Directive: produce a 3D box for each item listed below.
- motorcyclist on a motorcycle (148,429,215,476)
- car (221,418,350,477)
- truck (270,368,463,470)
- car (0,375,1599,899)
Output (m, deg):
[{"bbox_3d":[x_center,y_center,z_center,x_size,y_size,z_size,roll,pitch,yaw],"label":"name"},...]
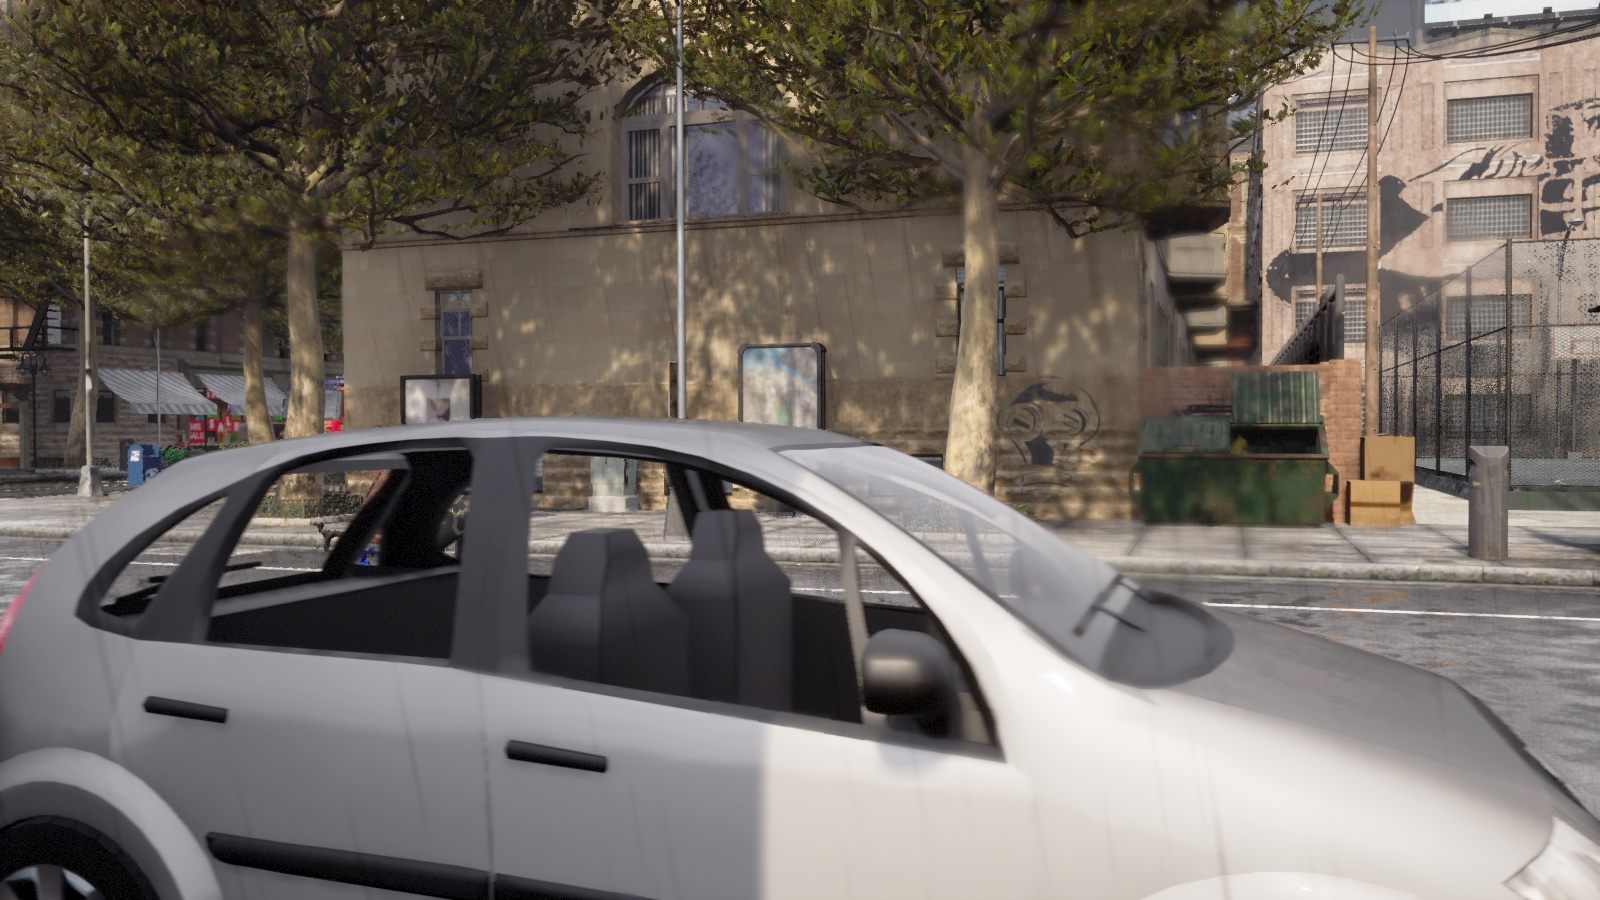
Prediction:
[{"bbox_3d":[-20.733,0.056,42.158,0.797,1.523,2.044,1,1,19],"label":"motorcyclist on a motorcycle"},{"bbox_3d":[-17.106,-0.113,41.949,1.905,1.878,3.866,1,1,19],"label":"car"},{"bbox_3d":[-17.521,-1.230,51.577,2.891,3.827,8.468,1,1,19],"label":"truck"},{"bbox_3d":[-0.048,0.673,3.206,3.988,1.617,1.851,1,1,19],"label":"car"}]
